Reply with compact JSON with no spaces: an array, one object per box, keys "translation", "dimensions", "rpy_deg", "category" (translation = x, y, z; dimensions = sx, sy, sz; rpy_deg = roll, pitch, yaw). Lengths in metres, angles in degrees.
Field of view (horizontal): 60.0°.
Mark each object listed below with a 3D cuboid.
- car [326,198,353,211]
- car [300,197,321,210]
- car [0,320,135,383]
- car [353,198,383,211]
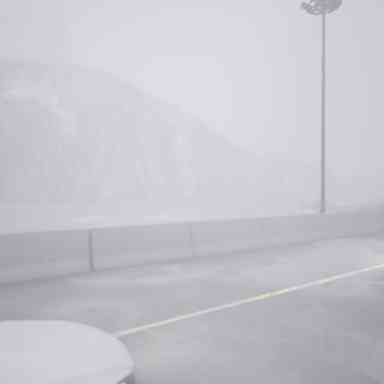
[{"translation":[17.256,1.350,37.169],"dimensions":[4.674,1.442,1.812],"rpy_deg":[0,0,-35],"category":"car"},{"translation":[14.918,1.334,39.810],"dimensions":[4.674,1.442,1.812],"rpy_deg":[0,0,-35],"category":"car"},{"translation":[-2.601,1.514,1.974],"dimensions":[4.674,1.442,1.812],"rpy_deg":[0,0,-34],"category":"car"},{"translation":[18.917,1.364,34.066],"dimensions":[4.674,1.442,1.812],"rpy_deg":[0,0,-35],"category":"car"}]
